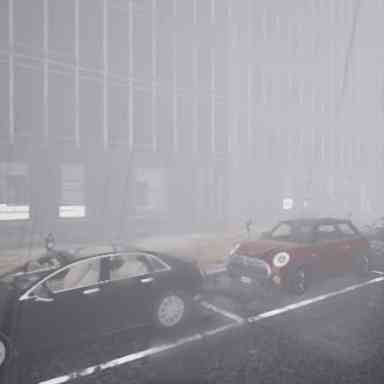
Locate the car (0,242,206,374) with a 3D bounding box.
[{"bbox_3d":[-1.811,1.549,5.268,4.403,1.369,2.008,0,0,-35],"label":"car"}]

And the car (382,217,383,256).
[{"bbox_3d":[7.459,1.529,11.877,4.403,1.369,2.008,0,0,-35],"label":"car"}]

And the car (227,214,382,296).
[{"bbox_3d":[2.824,1.429,8.573,4.097,1.590,1.967,0,0,-35],"label":"car"}]
